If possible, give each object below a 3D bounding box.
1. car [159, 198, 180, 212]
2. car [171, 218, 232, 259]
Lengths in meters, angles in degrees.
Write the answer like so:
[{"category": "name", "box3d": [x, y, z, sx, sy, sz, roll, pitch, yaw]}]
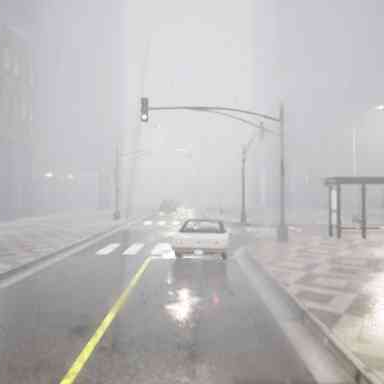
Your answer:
[{"category": "car", "box3d": [-3.075, 1.631, 43.419, 2.097, 1.767, 4.553, 0, 0, 0]}, {"category": "car", "box3d": [0.557, 1.674, 13.057, 1.895, 1.301, 4.718, 0, 0, 9]}]
